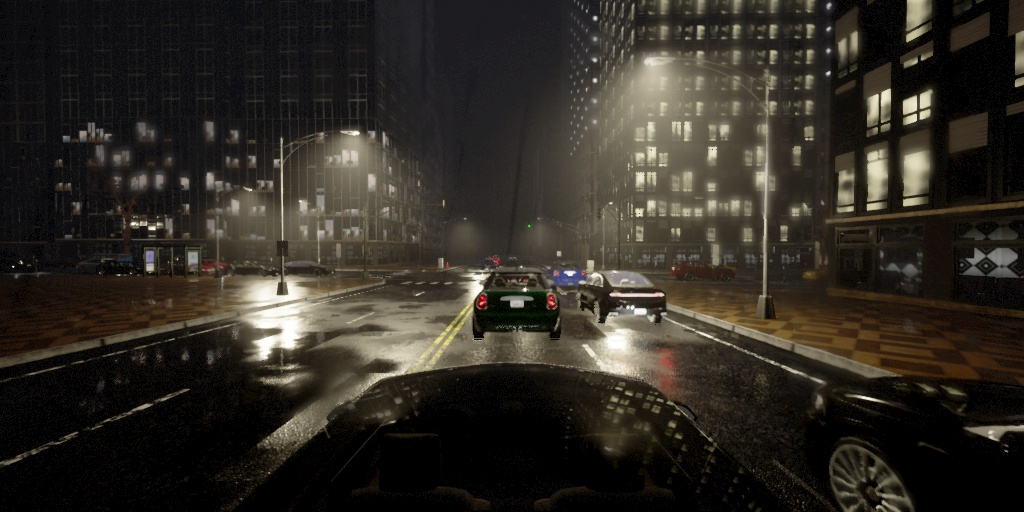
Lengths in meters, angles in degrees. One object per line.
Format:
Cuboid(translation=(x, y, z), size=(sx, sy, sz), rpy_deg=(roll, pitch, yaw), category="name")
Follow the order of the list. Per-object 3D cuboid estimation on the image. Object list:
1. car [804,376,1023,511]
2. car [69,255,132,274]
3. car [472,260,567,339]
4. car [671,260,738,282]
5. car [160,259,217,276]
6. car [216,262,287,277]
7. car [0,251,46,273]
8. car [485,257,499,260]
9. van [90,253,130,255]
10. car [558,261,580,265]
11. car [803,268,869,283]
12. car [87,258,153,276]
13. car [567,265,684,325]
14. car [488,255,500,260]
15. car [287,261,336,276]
Cuboid(translation=(3.345, 1.242, 0.982), size=(2.128, 1.511, 4.902), rpy_deg=(0, 0, 0), category="car")
Cuboid(translation=(-38.921, 0.942, 34.411), size=(4.674, 1.442, 1.812), rpy_deg=(1, 1, 2), category="car")
Cuboid(translation=(0.111, 1.097, 10.189), size=(2.097, 1.767, 4.553), rpy_deg=(0, 0, 0), category="car")
Cuboid(translation=(16.235, 1.269, 30.762), size=(5.009, 1.841, 2.192), rpy_deg=(0, 0, 1), category="car")
Cuboid(translation=(-28.373, 1.138, 31.487), size=(4.207, 1.307, 1.802), rpy_deg=(0, 0, 1), category="car")
Cuboid(translation=(-22.689, 1.173, 31.346), size=(4.313, 1.339, 1.948), rpy_deg=(0, 0, 1), category="car")
Cuboid(translation=(-49.576, 0.538, 34.685), size=(5.566, 2.045, 2.150), rpy_deg=(1, 1, -1), category="car")
Cuboid(translation=(-3.276, 1.241, 50.801), size=(1.812, 1.442, 4.674), rpy_deg=(0, 0, 0), category="car")
Cuboid(translation=(-45.232, 0.604, 40.345), size=(3.998, 1.789, 1.690), rpy_deg=(0, 0, 1), category="van")
Cuboid(translation=(3.382, 1.090, 22.992), size=(2.097, 1.767, 4.553), rpy_deg=(0, 0, 0), category="car")
Cuboid(translation=(27.683, 1.579, 30.549), size=(4.829, 1.417, 1.751), rpy_deg=(0, 0, 1), category="car")
Cuboid(translation=(-34.054, 1.069, 31.668), size=(4.313, 1.339, 1.948), rpy_deg=(0, 0, 1), category="car")
Cuboid(translation=(3.366, 1.237, 11.828), size=(2.128, 1.511, 4.902), rpy_deg=(0, 0, 0), category="car")
Cuboid(translation=(-3.245, 0.925, 61.025), size=(2.150, 2.045, 5.566), rpy_deg=(0, 0, 0), category="car")
Cuboid(translation=(-19.661, 1.139, 33.973), size=(5.357, 1.411, 2.033), rpy_deg=(0, 1, 0), category="car")
